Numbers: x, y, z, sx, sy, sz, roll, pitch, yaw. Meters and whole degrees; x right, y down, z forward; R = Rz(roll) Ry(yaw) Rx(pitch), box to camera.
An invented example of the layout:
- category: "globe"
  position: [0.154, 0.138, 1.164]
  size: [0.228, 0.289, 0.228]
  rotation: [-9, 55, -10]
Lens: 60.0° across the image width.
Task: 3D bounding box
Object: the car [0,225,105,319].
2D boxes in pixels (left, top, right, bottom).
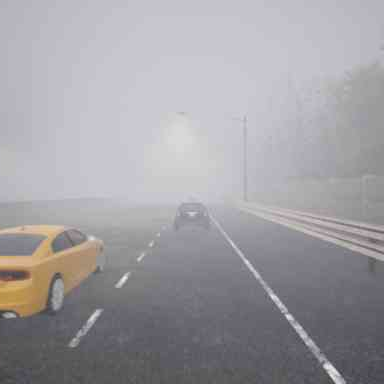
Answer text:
- category: "car"
  position: [-3.395, 1.475, 7.518]
  size: [1.882, 1.535, 5.008]
  rotation: [0, 0, 0]

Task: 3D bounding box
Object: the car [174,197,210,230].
- category: "car"
  position: [0.004, 1.352, 21.227]
  size: [2.097, 1.767, 4.553]
  rotation: [0, 0, 0]

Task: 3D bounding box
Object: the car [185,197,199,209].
- category: "car"
  position: [0.016, 1.531, 45.956]
  size: [1.837, 1.490, 4.892]
  rotation: [0, 0, 0]
